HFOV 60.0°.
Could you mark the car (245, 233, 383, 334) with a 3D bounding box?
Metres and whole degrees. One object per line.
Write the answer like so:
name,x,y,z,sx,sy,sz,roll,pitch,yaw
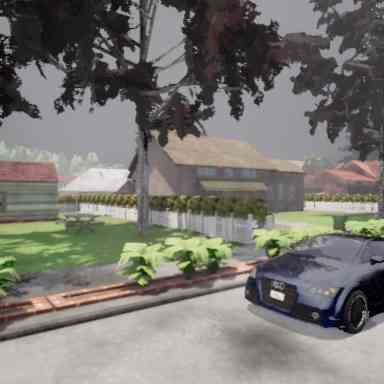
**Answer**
car,3.067,1.565,6.781,4.181,1.385,1.994,0,0,-35
